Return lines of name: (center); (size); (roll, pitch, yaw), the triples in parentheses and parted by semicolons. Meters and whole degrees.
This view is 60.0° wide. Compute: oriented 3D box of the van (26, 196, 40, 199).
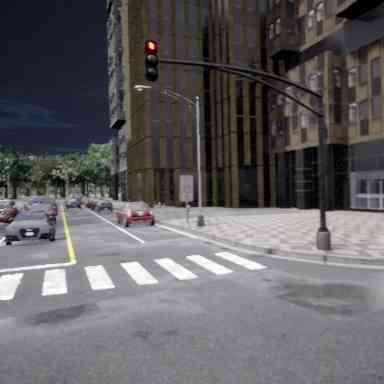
van: (-23.932, 1.618, 49.319); (1.690, 1.788, 3.998); (-2, 0, -22)

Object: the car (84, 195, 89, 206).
car: (-13.993, 1.576, 47.449); (1.887, 1.381, 4.507); (-2, 0, -22)

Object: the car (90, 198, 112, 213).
car: (-9.942, 1.548, 37.357); (2.008, 1.369, 4.403); (-2, 0, -22)

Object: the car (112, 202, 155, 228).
car: (-3.868, 1.387, 22.217); (1.967, 1.590, 4.097); (-2, 0, -22)

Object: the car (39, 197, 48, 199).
car: (-18.601, 1.726, 43.466); (2.033, 1.411, 5.357); (-2, 0, -22)

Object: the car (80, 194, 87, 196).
car: (-20.133, 1.612, 62.745); (1.752, 1.417, 4.829); (-2, 0, -22)

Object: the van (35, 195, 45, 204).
van: (-34.060, 1.711, 74.550); (1.690, 1.788, 3.998); (-2, 0, -22)

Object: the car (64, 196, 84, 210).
car: (-16.324, 1.629, 45.844); (1.812, 1.442, 4.674); (-2, 0, -22)

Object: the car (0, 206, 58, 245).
car: (-7.808, 1.655, 16.324); (1.994, 1.385, 4.181); (-2, 0, -22)

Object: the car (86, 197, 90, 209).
car: (-11.967, 1.559, 42.403); (1.887, 1.381, 4.507); (-2, 0, -22)

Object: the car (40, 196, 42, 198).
car: (-25.952, 1.845, 54.367); (2.008, 1.369, 4.403); (-2, 0, -22)

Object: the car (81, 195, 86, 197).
car: (-16.082, 1.575, 52.653); (1.752, 1.417, 4.829); (-2, 0, -22)

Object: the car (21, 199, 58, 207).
car: (-11.162, 1.595, 24.704); (1.882, 1.535, 5.008); (-2, 0, -22)

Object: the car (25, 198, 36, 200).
car: (-19.813, 1.766, 39.070); (1.752, 1.417, 4.829); (-2, 0, -22)

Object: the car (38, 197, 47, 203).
car: (-38.104, 1.976, 84.644); (1.947, 1.339, 4.313); (-2, 0, -22)

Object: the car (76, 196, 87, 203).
car: (-24.120, 1.674, 72.680); (2.008, 1.369, 4.403); (-2, 0, -22)

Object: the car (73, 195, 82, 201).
car: (-30.199, 1.623, 87.818); (1.967, 1.590, 4.097); (-2, 0, -22)

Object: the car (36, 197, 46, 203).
car: (-36.017, 1.914, 79.440); (1.752, 1.417, 4.829); (-2, 0, -22)

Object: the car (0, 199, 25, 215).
car: (-13.806, 1.505, 24.088); (2.192, 1.841, 5.009); (-2, 0, -22)
